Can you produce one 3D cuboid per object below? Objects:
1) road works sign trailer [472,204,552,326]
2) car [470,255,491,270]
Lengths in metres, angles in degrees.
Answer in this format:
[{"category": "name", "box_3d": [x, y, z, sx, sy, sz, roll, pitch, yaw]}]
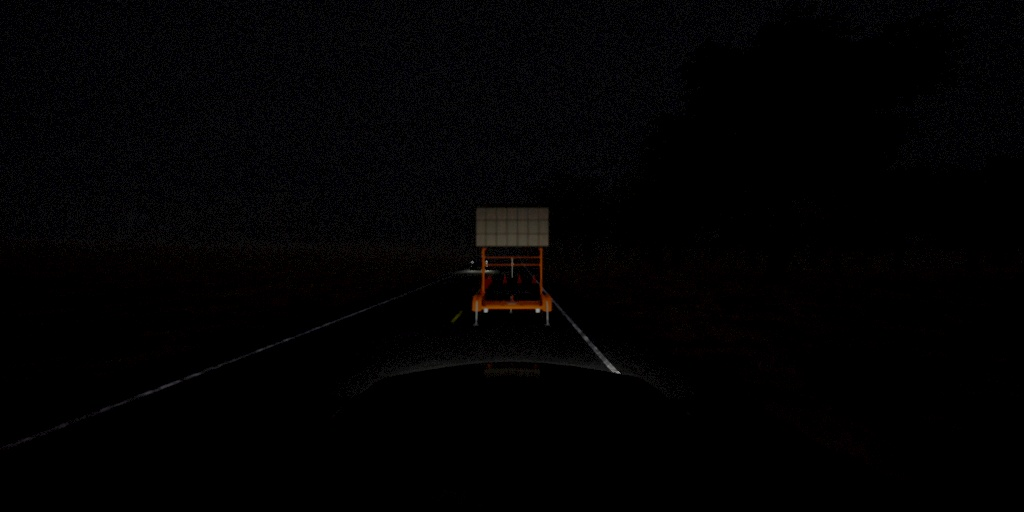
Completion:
[{"category": "road works sign trailer", "box_3d": [0.012, 0.151, 11.427, 2.380, 3.560, 2.880, 0, 0, 1]}, {"category": "car", "box_3d": [-3.589, 0.677, 41.398, 2.097, 1.767, 4.553, 0, 1, 0]}]
